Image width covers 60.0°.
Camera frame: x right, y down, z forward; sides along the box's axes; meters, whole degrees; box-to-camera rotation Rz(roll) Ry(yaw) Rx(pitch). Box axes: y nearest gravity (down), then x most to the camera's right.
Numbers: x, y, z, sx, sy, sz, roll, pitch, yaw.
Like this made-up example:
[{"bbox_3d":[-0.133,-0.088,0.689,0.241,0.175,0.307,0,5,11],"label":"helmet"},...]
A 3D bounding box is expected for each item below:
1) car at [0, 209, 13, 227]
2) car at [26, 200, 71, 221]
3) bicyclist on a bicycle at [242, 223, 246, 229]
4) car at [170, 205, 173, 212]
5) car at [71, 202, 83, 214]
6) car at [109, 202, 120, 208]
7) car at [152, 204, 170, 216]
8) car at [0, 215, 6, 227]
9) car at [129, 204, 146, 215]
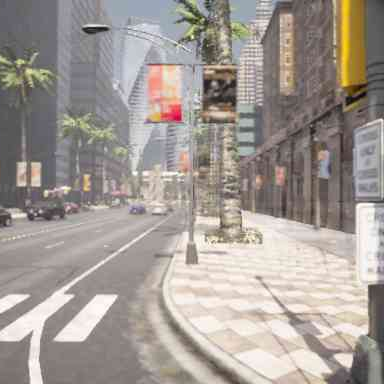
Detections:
[{"bbox_3d":[-15.389,1.958,24.837,1.837,1.490,4.892,0,-1,1],"label":"car"},{"bbox_3d":[-15.273,1.898,35.227,2.150,2.045,5.566,0,-1,0],"label":"car"},{"bbox_3d":[2.554,1.767,20.787,1.656,1.620,0.582,0,-1,1],"label":"bicyclist on a bicycle"},{"bbox_3d":[-4.488,2.818,59.266,1.994,1.385,4.181,0,-1,0],"label":"car"},{"bbox_3d":[-18.173,2.302,48.616,2.185,1.767,4.553,0,-1,0],"label":"car"},{"bbox_3d":[-18.189,3.060,77.982,2.231,1.521,4.892,0,-1,0],"label":"car"},{"bbox_3d":[-4.491,2.504,46.432,1.812,1.442,4.674,0,-1,0],"label":"car"},{"bbox_3d":[-8.327,1.694,10.699,1.837,1.490,4.892,-1,-1,-2],"label":"car"},{"bbox_3d":[-7.980,2.536,48.854,1.812,1.442,4.674,0,-1,1],"label":"car"}]
